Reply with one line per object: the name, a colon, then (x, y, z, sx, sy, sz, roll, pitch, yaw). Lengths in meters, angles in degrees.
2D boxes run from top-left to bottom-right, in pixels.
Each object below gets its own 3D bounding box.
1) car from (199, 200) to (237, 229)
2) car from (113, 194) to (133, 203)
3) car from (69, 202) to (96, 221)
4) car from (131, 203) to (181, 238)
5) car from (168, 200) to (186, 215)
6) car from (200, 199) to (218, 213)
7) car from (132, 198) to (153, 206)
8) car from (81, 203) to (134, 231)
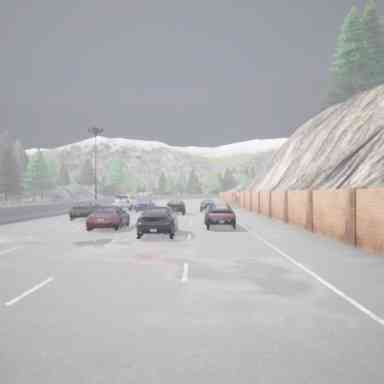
car: (1.761, 1.522, 21.752, 2.128, 1.511, 4.902, 0, 0, 0)
car: (-8.572, 1.312, 42.819, 2.150, 2.045, 5.566, 0, 0, 0)
car: (-8.690, 1.558, 27.899, 2.128, 1.511, 4.902, 0, 0, 0)
car: (-1.770, 1.538, 17.851, 1.837, 1.490, 4.892, 0, 0, 0)
car: (-1.635, 1.538, 34.776, 1.882, 1.535, 5.008, 0, 0, 0)
car: (1.879, 1.583, 37.972, 1.812, 1.442, 4.674, 0, 0, 1)
car: (-5.114, 1.598, 37.255, 1.812, 1.442, 4.674, 0, 0, 1)
car: (-5.244, 1.611, 21.208, 1.994, 1.385, 4.181, 0, 0, 0)
